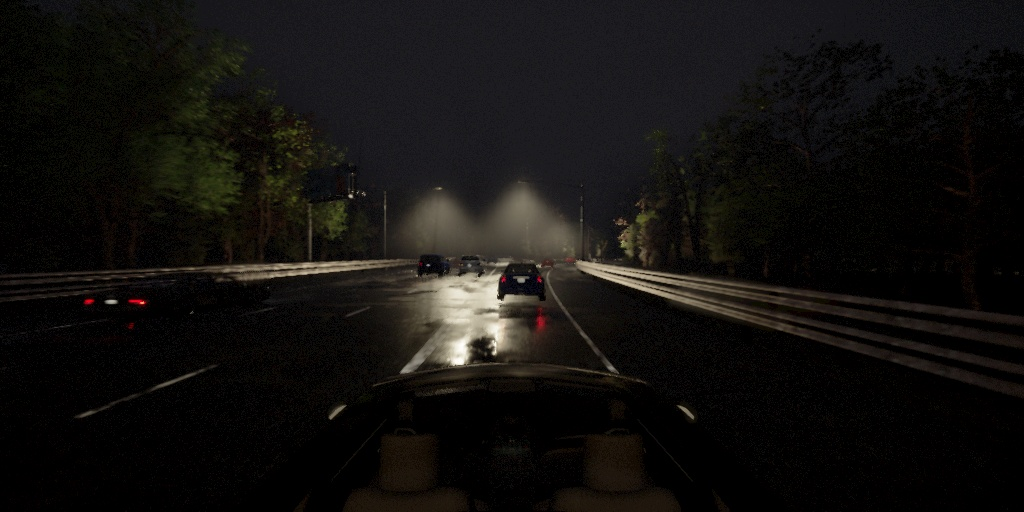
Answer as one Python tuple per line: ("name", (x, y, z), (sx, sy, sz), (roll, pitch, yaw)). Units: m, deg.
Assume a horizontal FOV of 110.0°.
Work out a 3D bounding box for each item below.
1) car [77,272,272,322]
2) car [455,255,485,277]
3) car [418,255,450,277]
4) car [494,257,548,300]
("car", (-10.564, 1.253, 11.934), (2.033, 1.411, 5.357), (0, 0, -1))
("car", (-3.849, 0.904, 34.892), (2.150, 2.045, 5.566), (0, 0, -1))
("car", (-7.337, 0.896, 34.019), (2.150, 2.045, 5.566), (0, 0, -1))
("car", (0.505, 1.074, 17.617), (2.097, 1.767, 4.553), (0, 0, 3))
